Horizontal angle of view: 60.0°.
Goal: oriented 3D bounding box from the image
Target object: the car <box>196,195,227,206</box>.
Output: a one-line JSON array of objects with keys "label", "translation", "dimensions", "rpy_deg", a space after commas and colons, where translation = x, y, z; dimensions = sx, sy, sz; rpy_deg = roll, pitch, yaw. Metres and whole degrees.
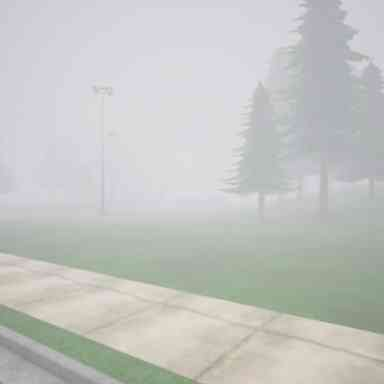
[{"label": "car", "translation": [3.164, 1.614, 53.704], "dimensions": [1.895, 1.301, 4.718], "rpy_deg": [0, 0, 37]}]

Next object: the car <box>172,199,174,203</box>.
[{"label": "car", "translation": [-1.343, 1.563, 59.438], "dimensions": [2.033, 1.411, 5.357], "rpy_deg": [0, 0, 37]}]

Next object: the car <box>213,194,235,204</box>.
[{"label": "car", "translation": [6.135, 1.366, 63.799], "dimensions": [2.097, 1.767, 4.553], "rpy_deg": [0, 0, 36]}]

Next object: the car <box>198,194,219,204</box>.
[{"label": "car", "translation": [3.308, 1.368, 65.863], "dimensions": [2.097, 1.767, 4.553], "rpy_deg": [0, 0, 36]}]

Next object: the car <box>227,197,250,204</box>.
[{"label": "car", "translation": [8.961, 1.365, 61.736], "dimensions": [2.097, 1.767, 4.553], "rpy_deg": [0, 0, 36]}]

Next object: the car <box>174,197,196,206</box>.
[{"label": "car", "translation": [-0.082, 1.562, 55.219], "dimensions": [2.033, 1.411, 5.357], "rpy_deg": [0, 0, 37]}]
